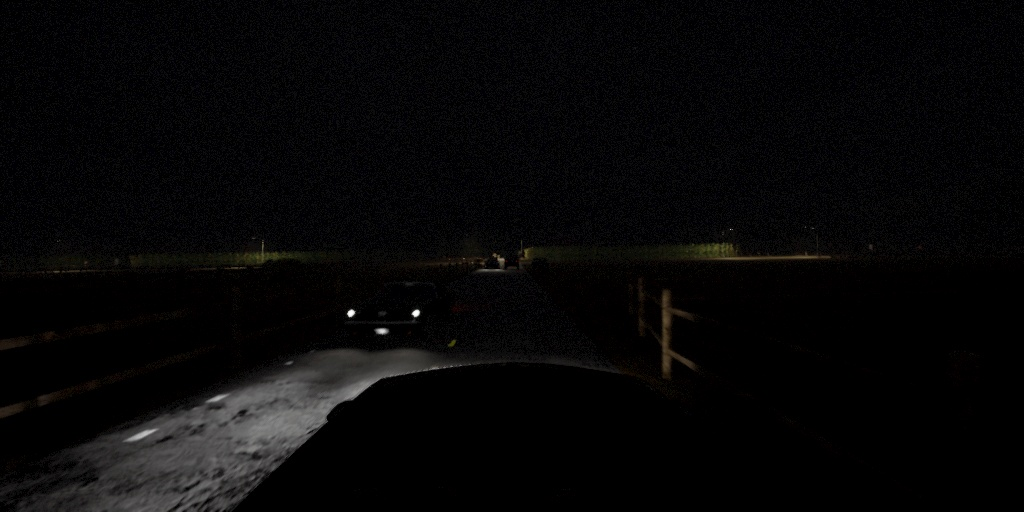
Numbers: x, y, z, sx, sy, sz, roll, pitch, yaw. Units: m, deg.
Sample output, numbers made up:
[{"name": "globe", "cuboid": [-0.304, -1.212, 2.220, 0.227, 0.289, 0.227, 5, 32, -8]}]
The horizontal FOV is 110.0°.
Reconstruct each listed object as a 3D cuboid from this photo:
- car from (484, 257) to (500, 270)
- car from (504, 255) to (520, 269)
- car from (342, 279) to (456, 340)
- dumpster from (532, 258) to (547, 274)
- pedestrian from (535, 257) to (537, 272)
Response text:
[{"name": "car", "cuboid": [-2.847, 1.002, 51.294, 2.097, 1.767, 4.553, 0, 0, 0]}, {"name": "car", "cuboid": [-0.019, 0.865, 52.291, 2.150, 2.045, 5.566, 0, 0, 1]}, {"name": "car", "cuboid": [-2.855, 1.348, 10.099, 1.895, 1.301, 4.718, 0, 0, 0]}, {"name": "dumpster", "cuboid": [3.102, 1.087, 40.802, 1.020, 1.700, 1.940, 0, 0, 0]}, {"name": "pedestrian", "cuboid": [2.802, 0.959, 41.800, 0.375, 1.860, 0.375, 0, 0, -15]}]
